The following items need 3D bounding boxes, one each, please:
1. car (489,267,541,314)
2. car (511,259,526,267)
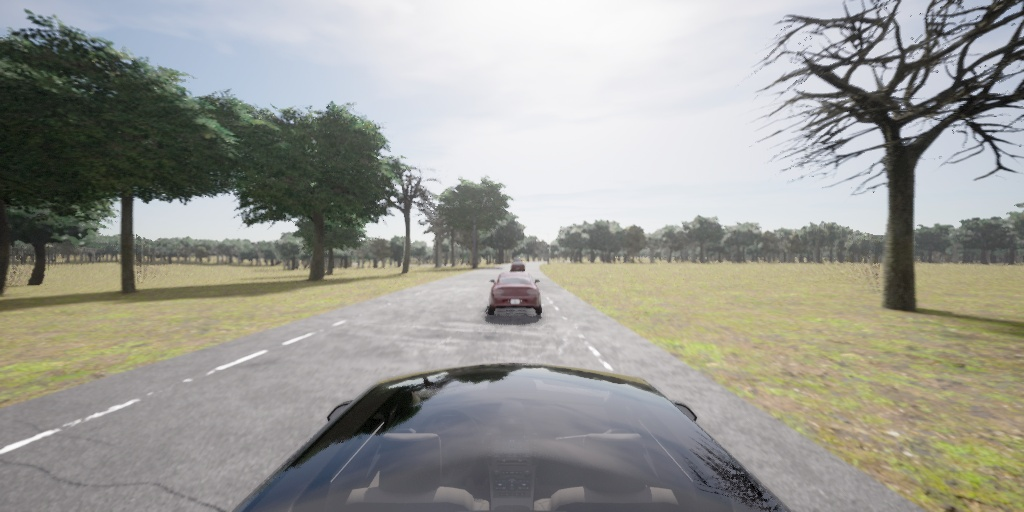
[{"bbox_3d":[0.114,1.337,14.009,1.812,1.442,4.674,0,0,0],"label":"car"},{"bbox_3d":[0.882,1.477,48.786,1.882,1.535,5.008,0,0,2],"label":"car"}]
